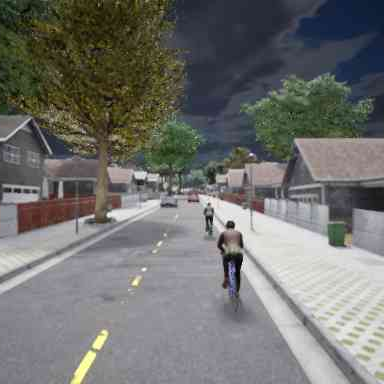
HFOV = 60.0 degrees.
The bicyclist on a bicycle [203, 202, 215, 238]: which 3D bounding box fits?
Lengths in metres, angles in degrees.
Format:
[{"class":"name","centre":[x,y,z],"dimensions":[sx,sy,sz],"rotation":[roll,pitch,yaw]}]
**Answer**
[{"class":"bicyclist on a bicycle","centre":[0.813,1.320,15.609],"dimensions":[0.582,1.620,1.656],"rotation":[0,0,0]}]

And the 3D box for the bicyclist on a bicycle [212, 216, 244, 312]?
[{"class":"bicyclist on a bicycle","centre":[0.782,1.394,6.595],"dimensions":[0.582,1.620,1.656],"rotation":[0,0,0]}]

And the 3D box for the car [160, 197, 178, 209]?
[{"class":"car","centre":[-2.706,1.248,40.217],"dimensions":[1.994,1.385,4.181],"rotation":[0,0,0]}]

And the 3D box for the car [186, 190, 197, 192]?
[{"class":"car","centre":[0.255,0.675,74.540],"dimensions":[2.150,2.045,5.566],"rotation":[0,0,0]}]

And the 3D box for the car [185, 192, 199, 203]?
[{"class":"car","centre":[0.285,1.124,57.750],"dimensions":[1.994,1.385,4.181],"rotation":[0,0,1]}]
